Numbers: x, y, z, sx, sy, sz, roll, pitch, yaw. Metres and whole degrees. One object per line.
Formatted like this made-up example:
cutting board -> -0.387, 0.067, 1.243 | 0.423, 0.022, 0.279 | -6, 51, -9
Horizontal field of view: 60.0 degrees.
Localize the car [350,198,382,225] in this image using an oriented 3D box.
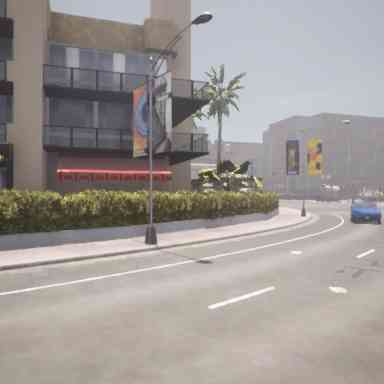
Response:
car -> 12.875, 1.473, 24.749 | 1.882, 1.535, 5.008 | 0, 0, 24
